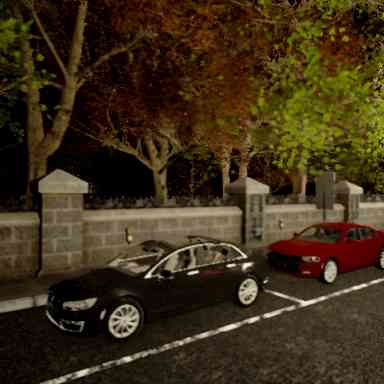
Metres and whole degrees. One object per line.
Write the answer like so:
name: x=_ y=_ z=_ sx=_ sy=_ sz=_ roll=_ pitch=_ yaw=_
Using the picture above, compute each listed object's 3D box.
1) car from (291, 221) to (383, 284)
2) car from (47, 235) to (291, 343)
car: x=4.089 y=1.569 z=9.631 sx=4.507 sy=1.381 sz=1.887 roll=0 pitch=0 yaw=-35
car: x=-0.392 y=1.560 z=6.372 sx=4.403 sy=1.369 sz=2.008 roll=0 pitch=0 yaw=-35
